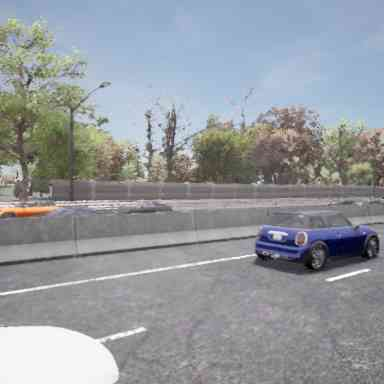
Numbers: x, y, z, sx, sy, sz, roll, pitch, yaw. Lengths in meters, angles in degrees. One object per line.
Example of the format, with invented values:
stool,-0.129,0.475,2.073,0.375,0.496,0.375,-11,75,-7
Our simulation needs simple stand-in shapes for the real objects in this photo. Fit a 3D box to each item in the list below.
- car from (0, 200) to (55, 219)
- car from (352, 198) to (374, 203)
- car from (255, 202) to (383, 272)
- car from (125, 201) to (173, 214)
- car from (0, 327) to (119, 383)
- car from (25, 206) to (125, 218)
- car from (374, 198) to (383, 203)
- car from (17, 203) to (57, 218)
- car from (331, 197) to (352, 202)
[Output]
car,-12.071,1.360,24.442,4.553,1.767,2.097,0,0,-39
car,25.811,1.583,48.138,4.902,1.511,2.128,0,0,-35
car,4.260,1.364,11.082,4.553,1.767,2.097,0,0,-35
car,-3.858,1.508,27.023,4.902,1.511,2.128,0,0,-35
car,-2.693,1.525,1.826,4.674,1.442,1.812,0,0,-35
car,-5.914,1.570,16.971,4.181,1.385,1.994,0,0,-35
car,27.128,1.567,44.786,5.008,1.535,1.882,1,0,-35
car,-7.360,1.555,20.234,5.357,1.411,2.033,0,0,-36
car,22.947,1.581,50.390,4.902,1.511,2.128,0,0,-35
